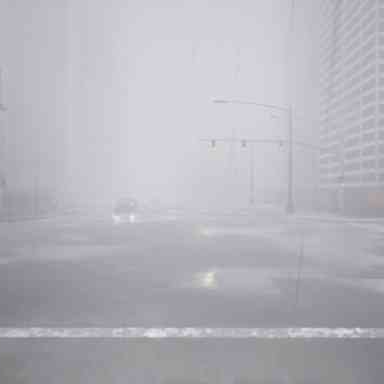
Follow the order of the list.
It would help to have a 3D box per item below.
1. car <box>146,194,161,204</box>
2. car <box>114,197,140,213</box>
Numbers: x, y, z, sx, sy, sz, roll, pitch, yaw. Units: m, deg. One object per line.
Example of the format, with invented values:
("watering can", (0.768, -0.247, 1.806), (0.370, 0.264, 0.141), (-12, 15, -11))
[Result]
("car", (-6.986, 1.473, 63.041), (1.994, 1.385, 4.181), (0, 0, 0))
("car", (-6.992, 1.294, 35.986), (2.097, 1.767, 4.553), (0, 0, 0))
